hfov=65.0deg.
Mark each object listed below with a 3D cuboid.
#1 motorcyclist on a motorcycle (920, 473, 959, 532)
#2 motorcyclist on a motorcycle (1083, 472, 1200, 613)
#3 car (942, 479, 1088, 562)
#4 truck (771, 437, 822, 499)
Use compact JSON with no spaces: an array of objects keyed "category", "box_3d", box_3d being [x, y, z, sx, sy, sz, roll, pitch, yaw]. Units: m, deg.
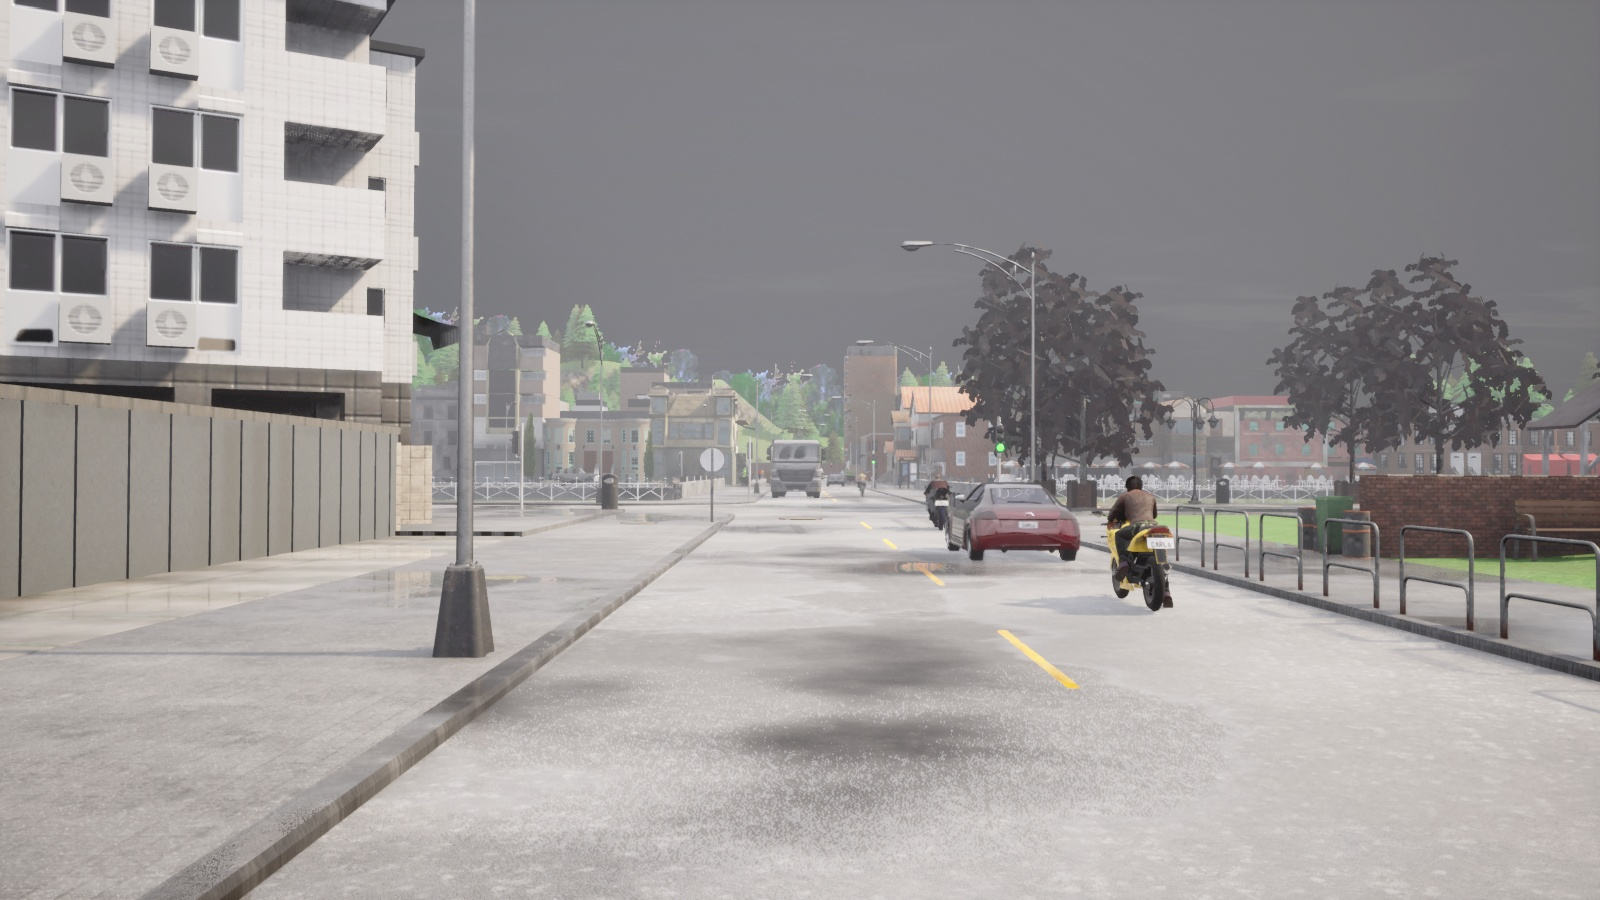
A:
[{"category":"motorcyclist on a motorcycle","box_3d":[3.799,1.410,34.370,0.866,1.530,2.191,0,-1,2]},{"category":"motorcyclist on a motorcycle","box_3d":[3.957,1.028,14.727,0.797,1.523,2.044,0,-1,0]},{"category":"car","box_3d":[3.932,1.259,23.661,1.994,1.385,4.181,0,-1,0]},{"category":"truck","box_3d":[-0.218,1.085,74.708,2.891,3.462,7.936,0,-1,0]}]
